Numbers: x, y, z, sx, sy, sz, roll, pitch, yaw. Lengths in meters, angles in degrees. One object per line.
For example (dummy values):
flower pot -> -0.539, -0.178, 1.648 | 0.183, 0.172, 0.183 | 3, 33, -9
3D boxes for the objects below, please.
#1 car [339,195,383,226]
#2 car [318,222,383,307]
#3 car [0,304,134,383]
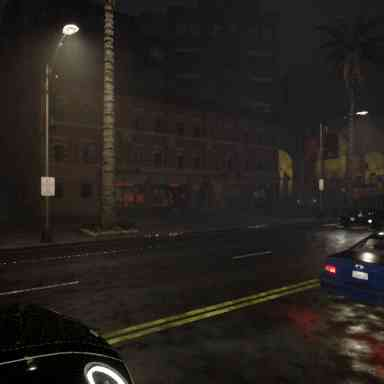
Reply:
car -> 11.588, 1.221, 21.026 | 5.566, 2.045, 2.150 | 0, 0, -36
car -> 5.077, 1.547, 7.460 | 5.357, 1.411, 2.033 | 0, 0, -35
car -> -2.556, 1.352, 1.868 | 4.553, 1.767, 2.097 | 0, 0, -36
